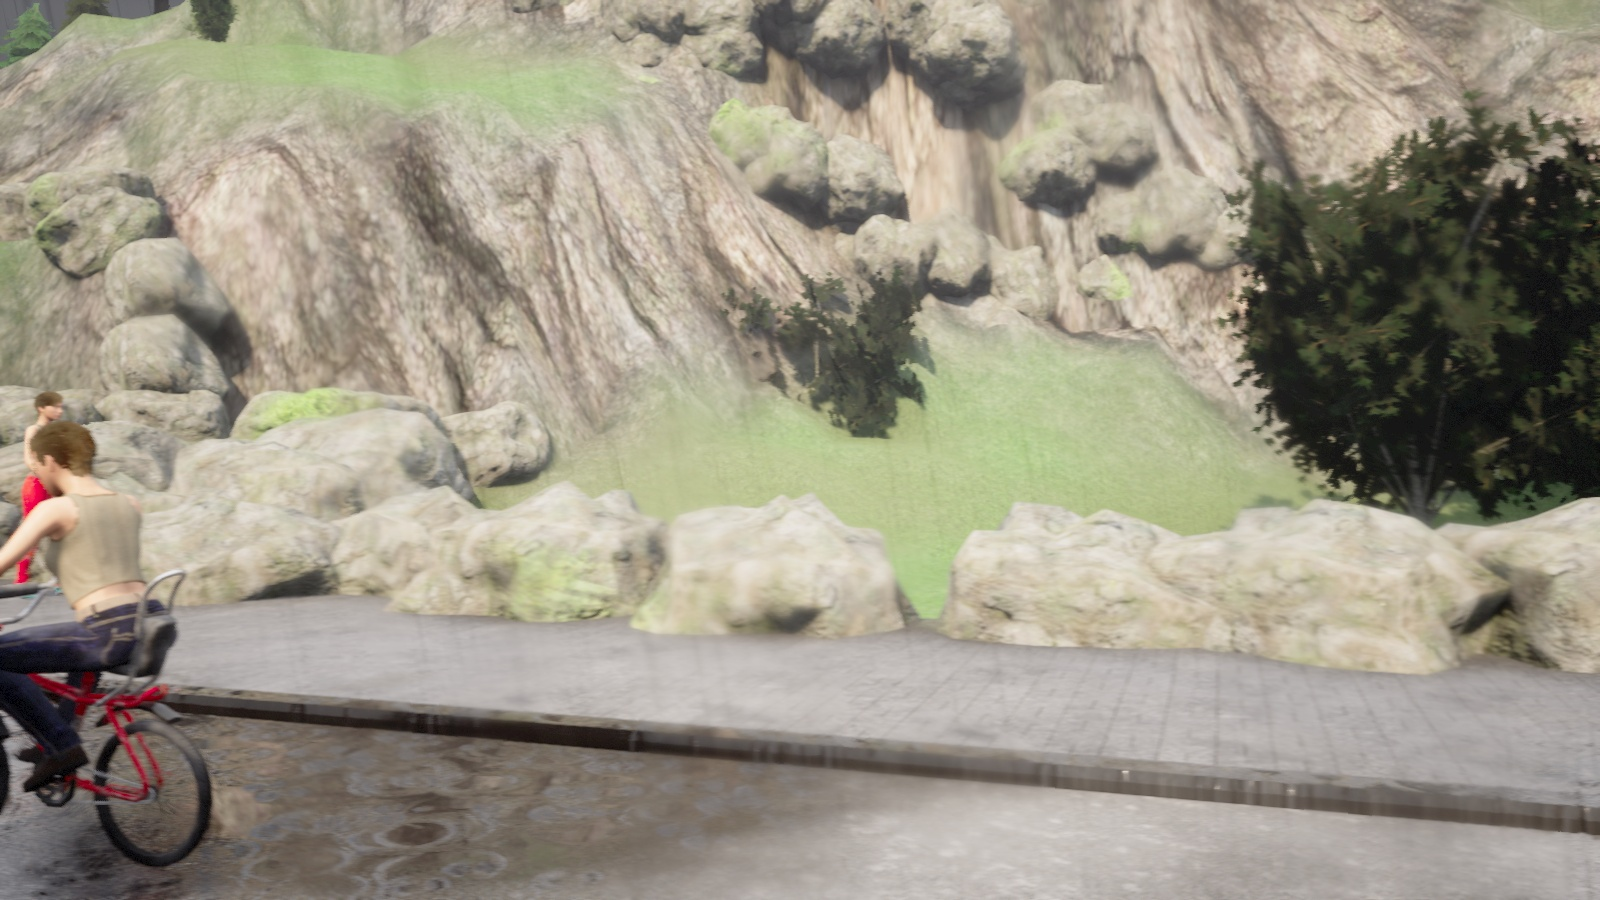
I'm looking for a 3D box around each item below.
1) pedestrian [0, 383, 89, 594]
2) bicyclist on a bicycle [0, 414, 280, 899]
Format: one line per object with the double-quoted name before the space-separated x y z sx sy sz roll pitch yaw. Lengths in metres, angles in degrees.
"pedestrian" -6.695 0.333 11.122 0.594 1.836 0.345 0 1 8
"bicyclist on a bicycle" -2.871 0.677 4.691 1.509 1.612 0.866 1 1 18
